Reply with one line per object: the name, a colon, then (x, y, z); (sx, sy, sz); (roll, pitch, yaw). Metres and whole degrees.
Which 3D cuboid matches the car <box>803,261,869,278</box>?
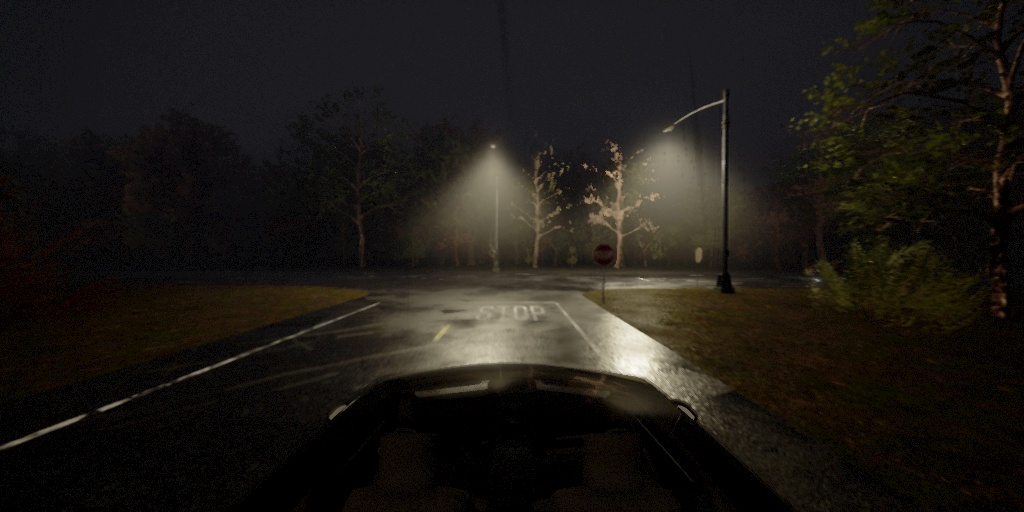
car: (27.845, 1.166, 30.858); (4.674, 1.442, 1.812); (-1, 1, 0)
